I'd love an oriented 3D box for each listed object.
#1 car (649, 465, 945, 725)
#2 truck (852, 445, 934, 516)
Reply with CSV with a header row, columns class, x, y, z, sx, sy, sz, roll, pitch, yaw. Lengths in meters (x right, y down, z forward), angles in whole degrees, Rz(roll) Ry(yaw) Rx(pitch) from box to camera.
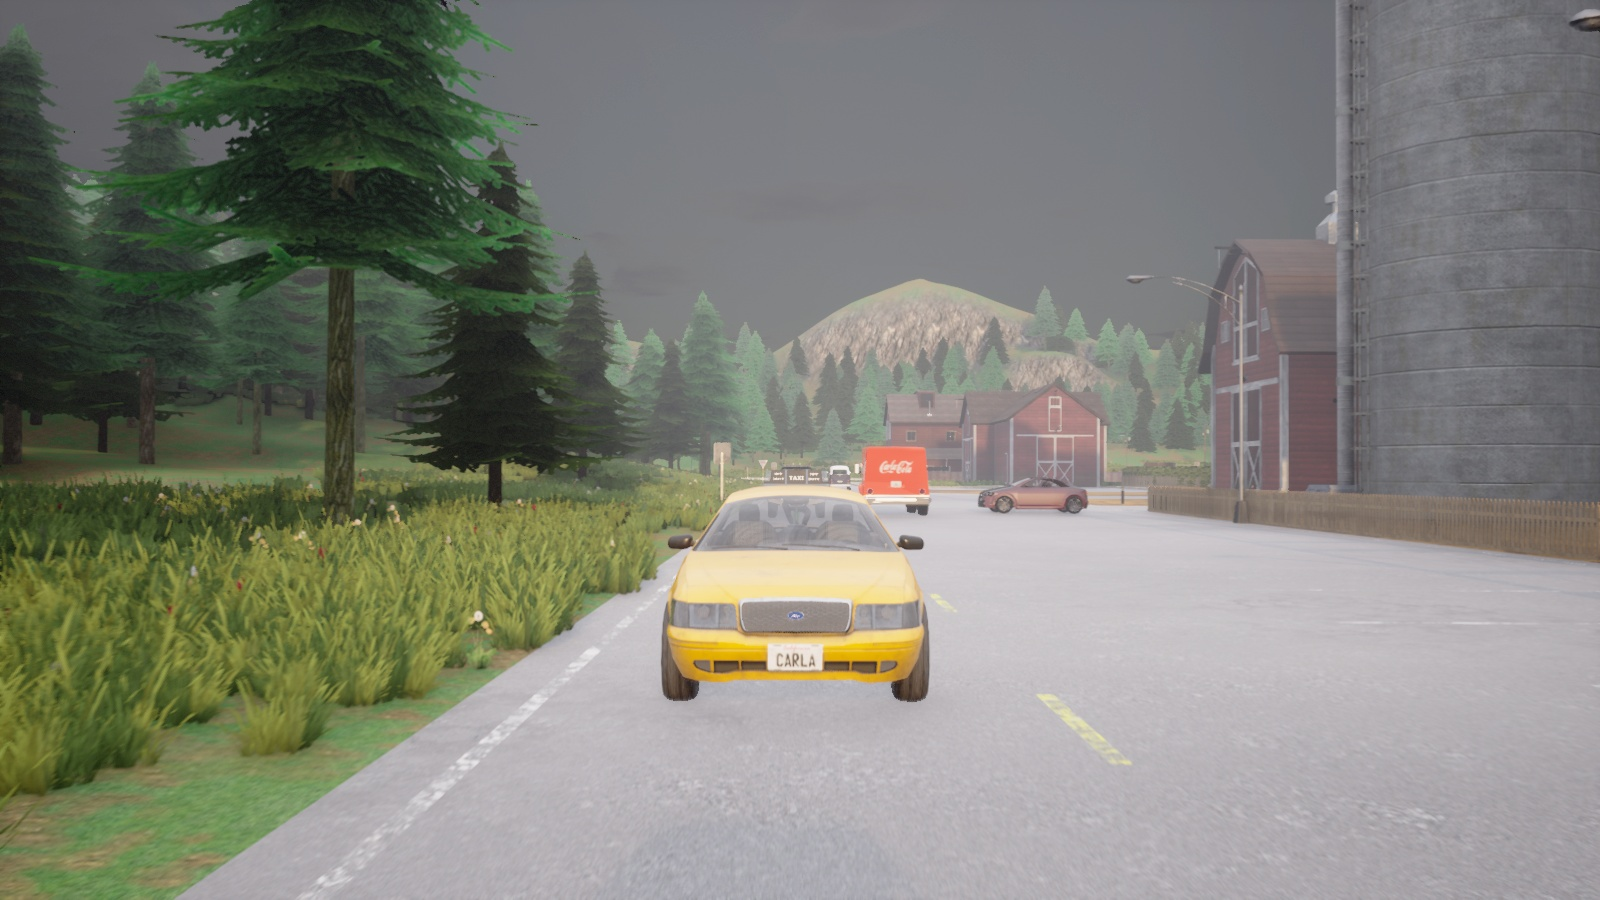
class,x,y,z,sx,sy,sz,roll,pitch,yaw
car,-0.026,0.931,10.362,1.801,1.575,5.366,0,-1,0
truck,3.384,1.112,46.793,2.627,2.467,5.204,0,-1,0
